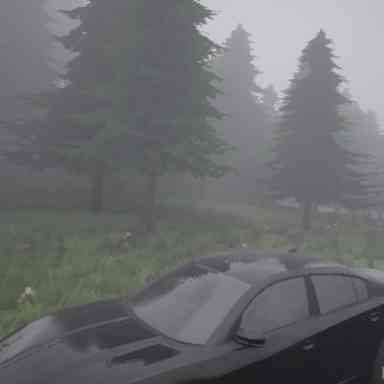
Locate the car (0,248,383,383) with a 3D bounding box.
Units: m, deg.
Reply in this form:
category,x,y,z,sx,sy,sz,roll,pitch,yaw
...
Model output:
category,x,y,z,sx,sy,sz,roll,pitch,yaw
car,0.542,1.456,3.719,5.008,1.535,1.882,1,0,-31
